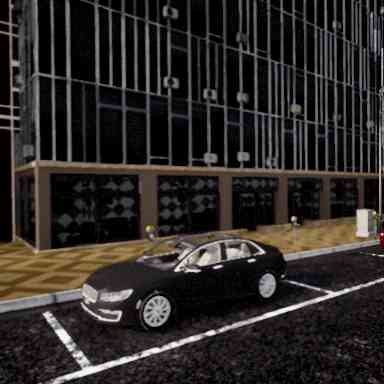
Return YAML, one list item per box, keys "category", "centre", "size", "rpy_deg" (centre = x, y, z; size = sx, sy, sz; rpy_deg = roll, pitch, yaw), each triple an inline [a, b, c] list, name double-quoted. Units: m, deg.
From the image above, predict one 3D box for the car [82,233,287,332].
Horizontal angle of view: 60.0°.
- category: "car"
  centre: [0.061, 1.559, 6.737]
  size: [4.403, 1.369, 2.008]
  rpy_deg: [0, -1, -35]

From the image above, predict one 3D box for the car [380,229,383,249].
- category: "car"
  centre: [9.245, 1.579, 13.302]
  size: [4.507, 1.381, 1.887]
  rpy_deg: [0, -1, -35]
